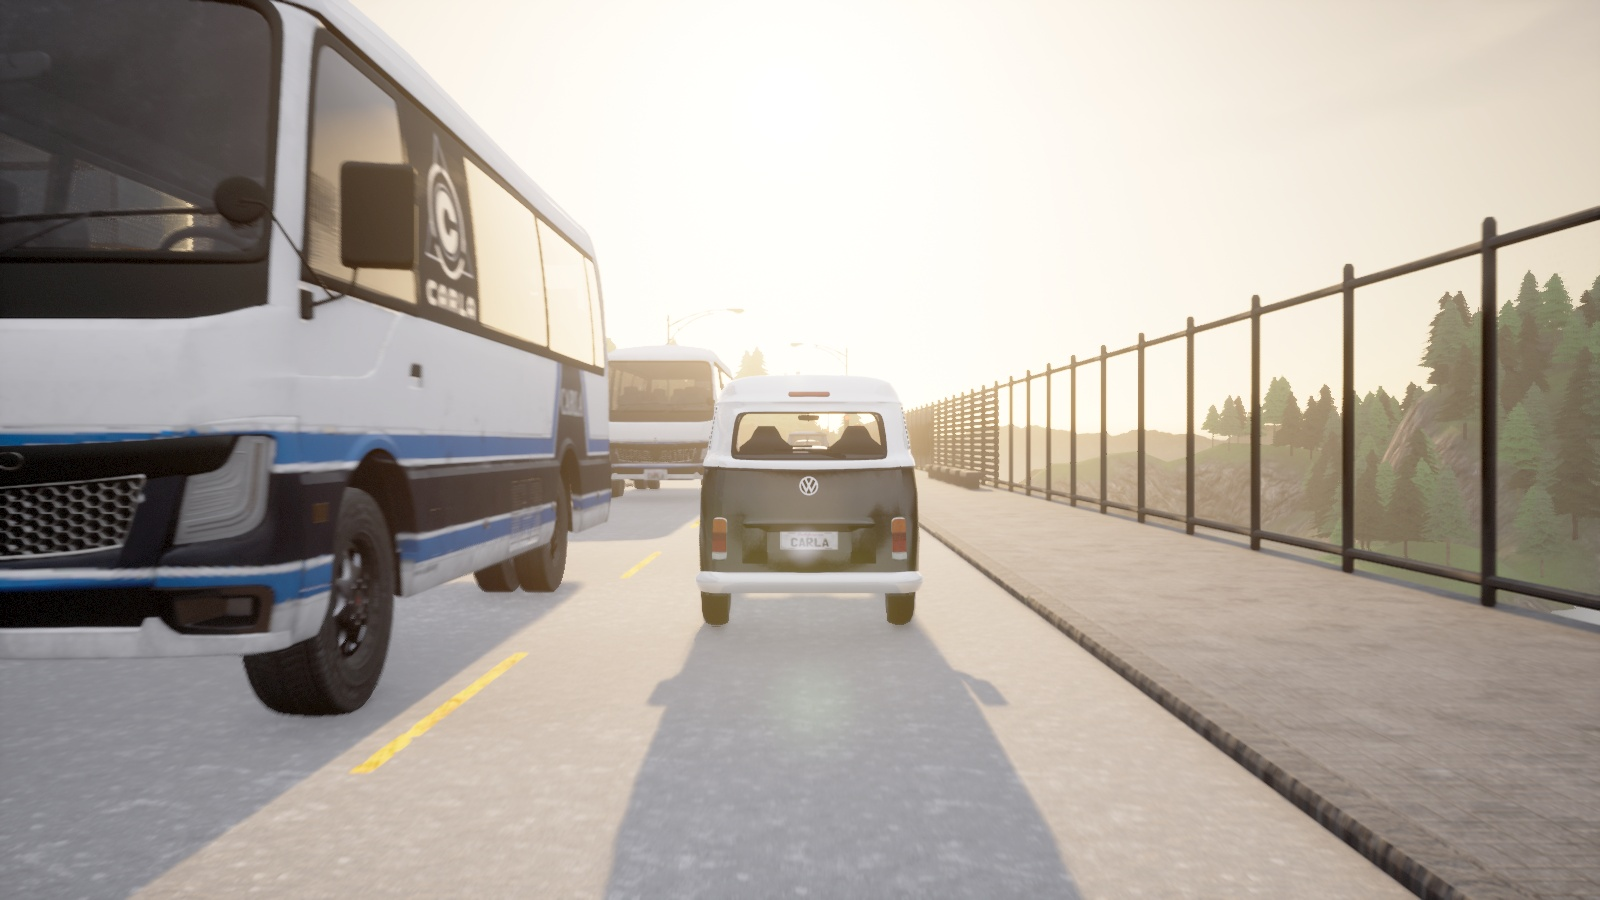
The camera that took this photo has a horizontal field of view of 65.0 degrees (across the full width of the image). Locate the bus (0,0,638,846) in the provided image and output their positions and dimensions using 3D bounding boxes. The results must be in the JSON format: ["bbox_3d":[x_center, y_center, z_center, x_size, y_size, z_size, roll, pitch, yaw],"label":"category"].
[{"bbox_3d":[-3.928,-0.688,9.790,3.944,4.253,10.273,0,0,0],"label":"bus"}]

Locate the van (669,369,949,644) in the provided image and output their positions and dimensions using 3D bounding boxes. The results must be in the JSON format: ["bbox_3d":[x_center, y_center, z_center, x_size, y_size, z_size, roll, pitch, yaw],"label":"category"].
[{"bbox_3d":[0.081,0.405,11.526,2.069,2.038,4.480,0,0,0],"label":"van"}]

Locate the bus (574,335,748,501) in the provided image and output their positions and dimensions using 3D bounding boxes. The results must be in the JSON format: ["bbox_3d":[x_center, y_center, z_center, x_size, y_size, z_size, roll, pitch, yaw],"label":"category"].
[{"bbox_3d":[-3.772,-0.843,37.271,3.944,4.253,10.273,0,0,0],"label":"bus"}]
